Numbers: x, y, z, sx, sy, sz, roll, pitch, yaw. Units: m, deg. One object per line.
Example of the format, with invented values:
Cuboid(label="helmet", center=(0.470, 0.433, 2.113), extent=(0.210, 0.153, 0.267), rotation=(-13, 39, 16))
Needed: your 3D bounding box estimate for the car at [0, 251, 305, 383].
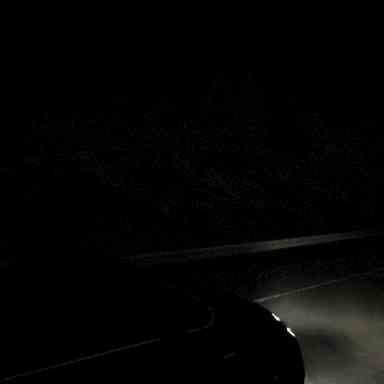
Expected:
Cuboid(label="car", center=(-1.044, 1.359, 2.987), extent=(4.553, 1.767, 2.097), rotation=(1, 0, -36))
